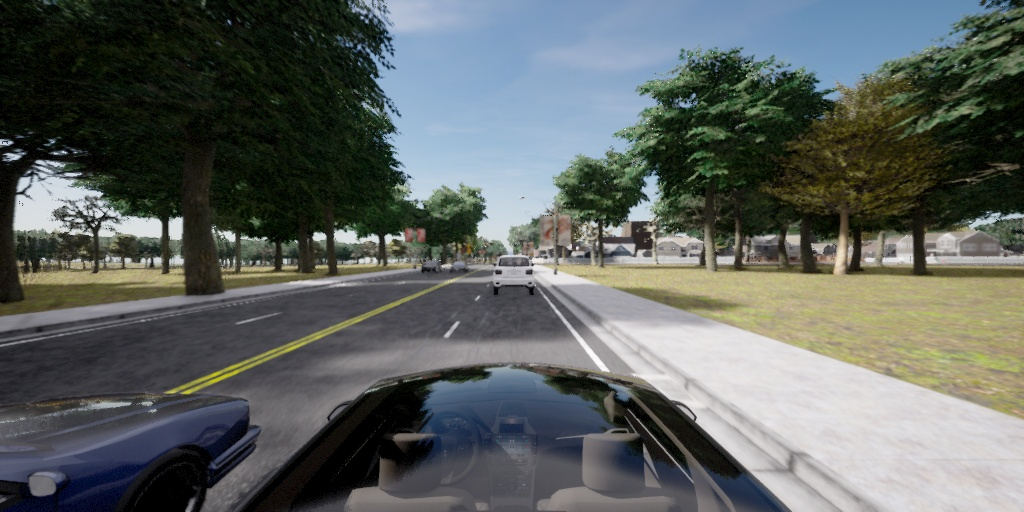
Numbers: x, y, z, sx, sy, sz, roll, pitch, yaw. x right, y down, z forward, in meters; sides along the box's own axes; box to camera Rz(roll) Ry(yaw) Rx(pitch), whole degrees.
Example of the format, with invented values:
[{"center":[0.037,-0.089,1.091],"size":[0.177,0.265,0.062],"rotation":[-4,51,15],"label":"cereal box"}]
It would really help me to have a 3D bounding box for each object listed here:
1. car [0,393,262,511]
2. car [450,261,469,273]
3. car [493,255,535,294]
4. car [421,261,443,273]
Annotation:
[{"center":[-3.151,1.298,0.694],"size":[2.033,1.411,5.357],"rotation":[0,0,0],"label":"car"},{"center":[-6.501,1.341,44.673],"size":[1.812,1.442,4.674],"rotation":[0,0,0],"label":"car"},{"center":[0.100,0.975,20.394],"size":[2.150,2.045,5.566],"rotation":[0,0,0],"label":"car"},{"center":[-9.761,1.314,43.885],"size":[1.837,1.490,4.892],"rotation":[0,-1,0],"label":"car"}]
